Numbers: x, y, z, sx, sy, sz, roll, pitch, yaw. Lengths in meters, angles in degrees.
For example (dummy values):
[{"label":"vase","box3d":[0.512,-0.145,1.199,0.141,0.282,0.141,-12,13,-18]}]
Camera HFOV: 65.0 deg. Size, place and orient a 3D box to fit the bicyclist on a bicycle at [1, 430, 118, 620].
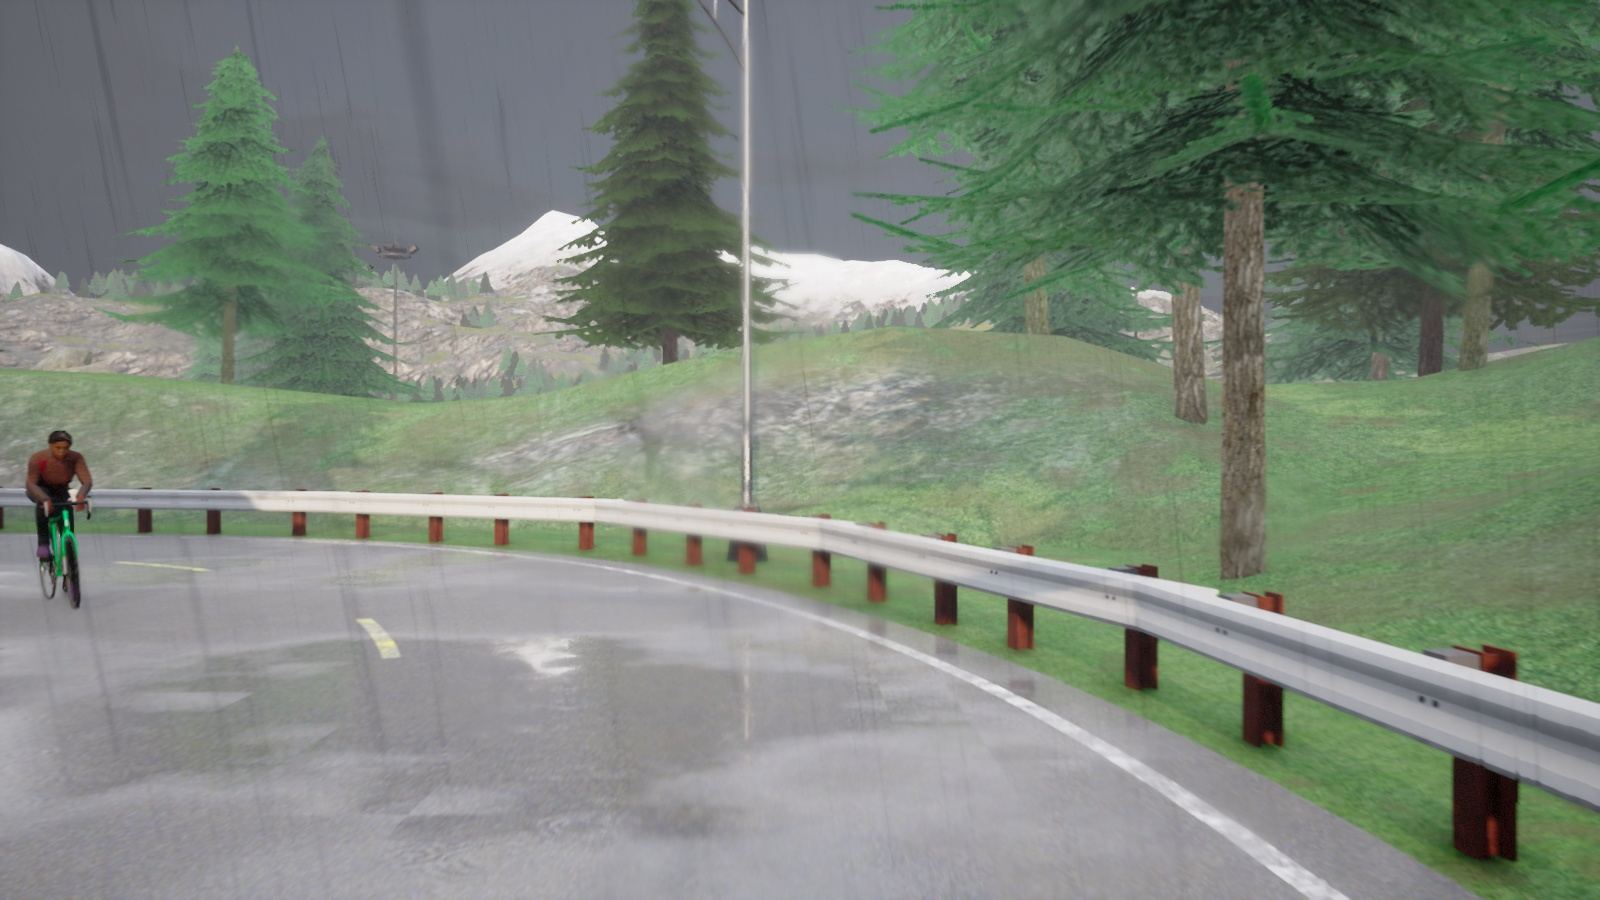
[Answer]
[{"label":"bicyclist on a bicycle","box3d":[-6.808,0.630,11.510,0.582,1.620,1.656,-2,2,-42]}]
